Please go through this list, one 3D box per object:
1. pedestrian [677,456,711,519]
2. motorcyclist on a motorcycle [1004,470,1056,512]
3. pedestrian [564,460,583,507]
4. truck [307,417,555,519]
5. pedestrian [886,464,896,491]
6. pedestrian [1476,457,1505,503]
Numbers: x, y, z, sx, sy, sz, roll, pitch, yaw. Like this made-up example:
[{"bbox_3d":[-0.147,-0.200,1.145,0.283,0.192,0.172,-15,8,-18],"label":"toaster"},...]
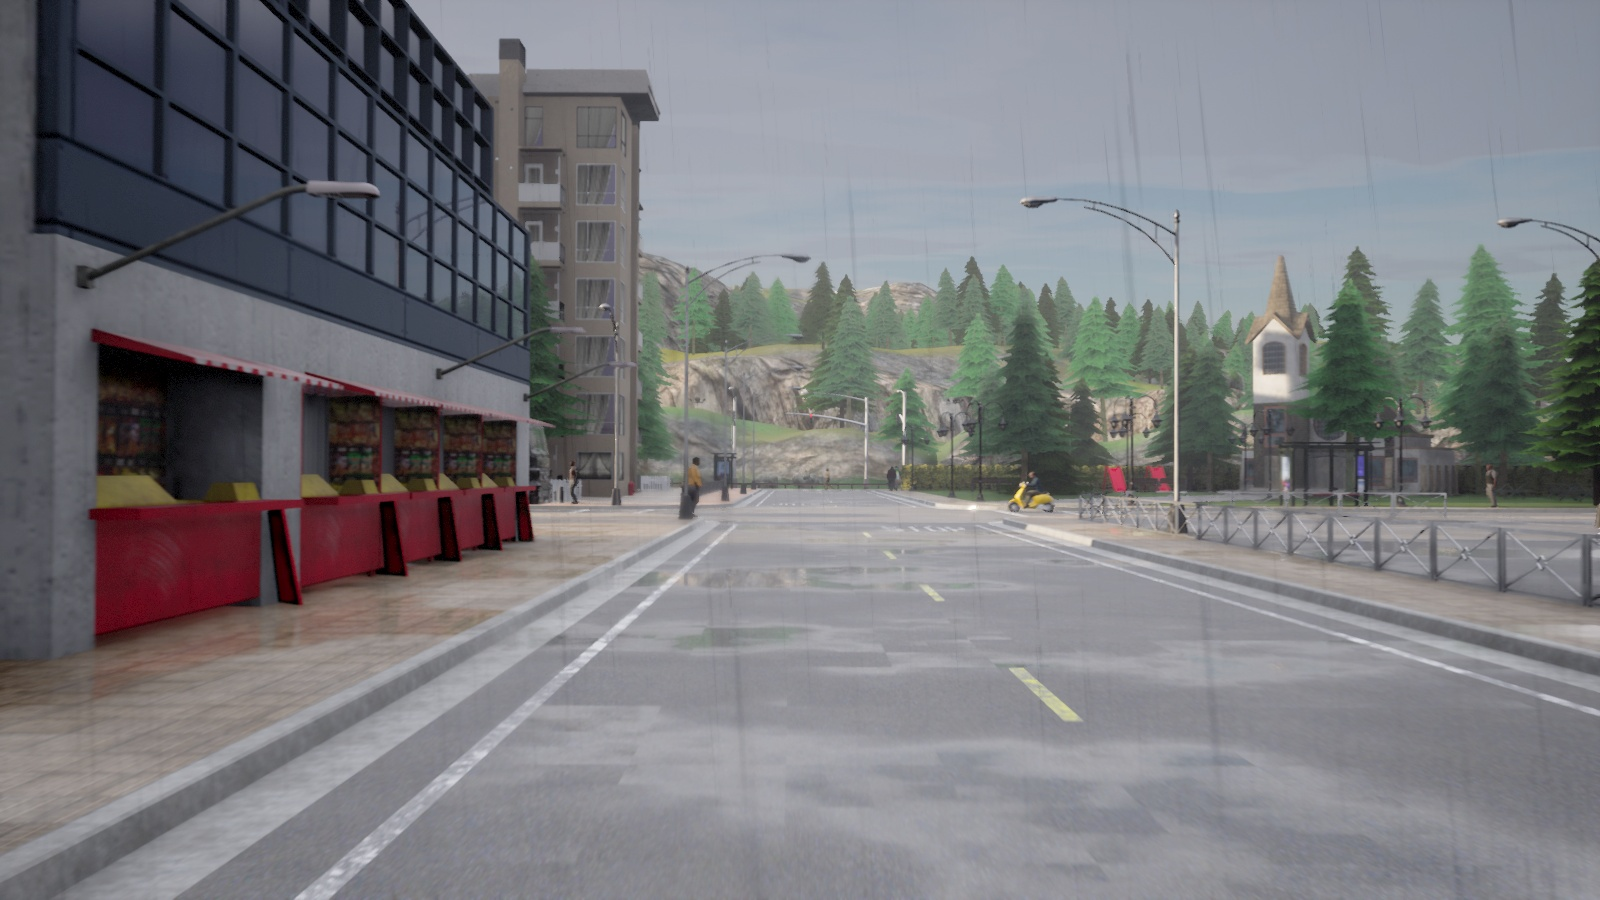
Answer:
[{"bbox_3d":[-3.174,1.110,37.454,0.900,1.855,0.874,0,-1,-12],"label":"pedestrian"},{"bbox_3d":[8.829,1.556,48.236,1.817,1.590,0.866,0,-1,-1],"label":"motorcyclist on a motorcycle"},{"bbox_3d":[-9.368,1.392,51.909,0.666,1.930,0.402,0,-1,-32],"label":"pedestrian"},{"bbox_3d":[-12.933,0.645,44.477,7.936,3.462,2.891,0,-1,-1],"label":"truck"},{"bbox_3d":[6.454,1.939,88.953,0.634,1.844,0.899,0,-1,0],"label":"pedestrian"},{"bbox_3d":[28.601,1.242,52.011,0.849,1.883,0.563,0,-1,-3],"label":"pedestrian"}]
